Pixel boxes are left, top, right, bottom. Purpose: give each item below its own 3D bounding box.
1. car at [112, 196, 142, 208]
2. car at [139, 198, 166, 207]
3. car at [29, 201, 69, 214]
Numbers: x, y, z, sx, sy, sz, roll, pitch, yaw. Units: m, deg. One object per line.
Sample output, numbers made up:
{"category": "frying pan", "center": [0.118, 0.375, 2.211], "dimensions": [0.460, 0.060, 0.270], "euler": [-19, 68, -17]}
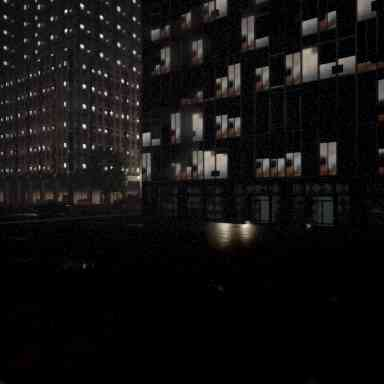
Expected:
{"category": "car", "center": [-9.763, 1.492, 50.714], "dimensions": [2.192, 1.841, 5.009], "euler": [-1, -1, 35]}
{"category": "car", "center": [-6.531, 1.762, 55.404], "dimensions": [1.947, 1.339, 4.313], "euler": [0, 0, 35]}
{"category": "car", "center": [-15.920, 1.673, 37.201], "dimensions": [1.994, 1.385, 4.181], "euler": [0, 0, 34]}
